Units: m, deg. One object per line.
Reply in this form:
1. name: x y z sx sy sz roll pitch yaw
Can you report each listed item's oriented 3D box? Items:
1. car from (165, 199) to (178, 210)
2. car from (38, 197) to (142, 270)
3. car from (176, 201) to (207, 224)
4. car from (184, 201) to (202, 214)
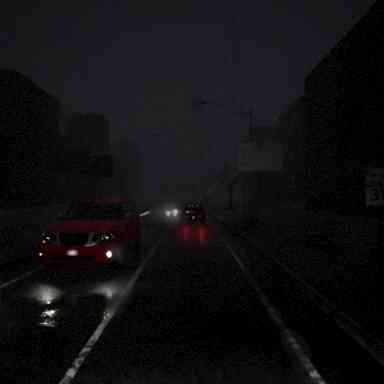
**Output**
1. car: -3.040 1.924 51.778 2.128 1.511 4.902 0 0 0
2. car: -3.097 1.214 11.371 2.150 2.045 5.566 0 0 0
3. car: 0.114 1.631 25.930 2.128 1.511 4.902 0 -1 0
4. car: 0.124 1.865 41.651 2.128 1.511 4.902 0 -1 0
